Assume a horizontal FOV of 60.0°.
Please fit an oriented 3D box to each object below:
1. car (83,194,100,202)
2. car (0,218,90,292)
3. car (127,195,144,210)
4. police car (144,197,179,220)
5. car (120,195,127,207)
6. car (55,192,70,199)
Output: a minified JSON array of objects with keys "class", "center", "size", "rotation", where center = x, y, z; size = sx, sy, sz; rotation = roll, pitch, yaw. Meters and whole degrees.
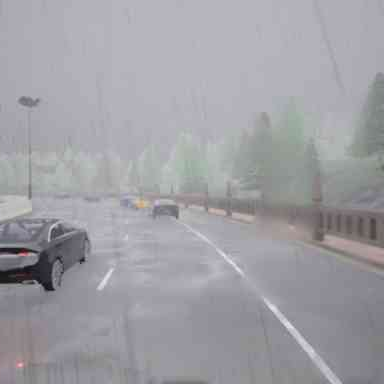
[{"class":"car","center":[-17.800,1.016,58.891],"size":[2.128,1.511,4.902],"rotation":[-1,1,-34]},{"class":"car","center":[-4.006,1.425,8.667],"size":[2.128,1.511,4.902],"rotation":[0,1,-5]},{"class":"car","center":[-5.570,1.140,36.547],"size":[1.801,1.575,5.366],"rotation":[0,1,-20]},{"class":"police car","center":[-2.322,1.195,25.990],"size":[1.930,1.638,5.238],"rotation":[0,1,-14]},{"class":"car","center":[-7.923,1.116,42.489],"size":[1.882,1.535,5.008],"rotation":[0,1,-23]},{"class":"car","center":[-28.199,0.791,72.415],"size":[1.882,1.535,5.008],"rotation":[-1,1,-43]}]
